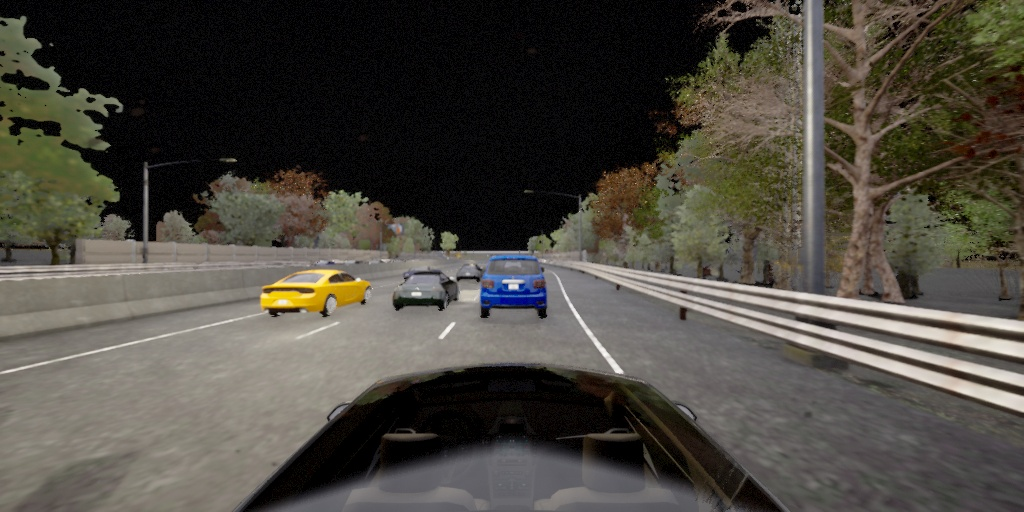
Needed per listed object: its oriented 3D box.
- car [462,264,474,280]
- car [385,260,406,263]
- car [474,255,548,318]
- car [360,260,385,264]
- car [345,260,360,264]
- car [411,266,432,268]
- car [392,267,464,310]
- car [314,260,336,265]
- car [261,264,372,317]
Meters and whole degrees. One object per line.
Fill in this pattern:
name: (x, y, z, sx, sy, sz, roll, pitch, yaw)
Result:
car: (-3.416, 1.369, 29.842, 1.994, 1.385, 4.181, 0, 0, 0)
car: (-17.532, 1.380, 55.603, 1.837, 1.490, 4.892, 0, 0, 0)
car: (0.071, 0.994, 13.298, 2.150, 2.045, 5.566, 0, 0, 0)
car: (-21.028, 1.353, 55.305, 1.882, 1.535, 5.008, 0, 0, 0)
car: (-24.526, 1.400, 55.147, 1.812, 1.442, 4.674, 0, 0, 1)
car: (-6.926, 1.401, 28.013, 1.895, 1.301, 4.718, 0, 0, 0)
car: (-3.420, 1.337, 14.882, 1.994, 1.385, 4.181, 0, 0, 0)
car: (-28.028, 1.396, 53.846, 1.812, 1.442, 4.674, 0, 0, 0)
car: (-6.930, 1.248, 13.340, 1.882, 1.535, 5.008, 0, 0, 0)
